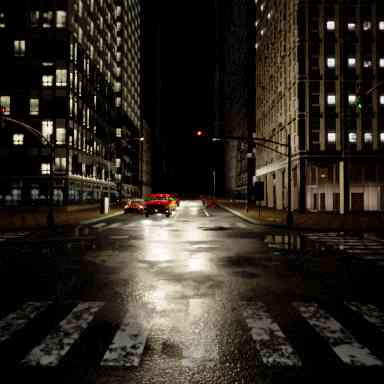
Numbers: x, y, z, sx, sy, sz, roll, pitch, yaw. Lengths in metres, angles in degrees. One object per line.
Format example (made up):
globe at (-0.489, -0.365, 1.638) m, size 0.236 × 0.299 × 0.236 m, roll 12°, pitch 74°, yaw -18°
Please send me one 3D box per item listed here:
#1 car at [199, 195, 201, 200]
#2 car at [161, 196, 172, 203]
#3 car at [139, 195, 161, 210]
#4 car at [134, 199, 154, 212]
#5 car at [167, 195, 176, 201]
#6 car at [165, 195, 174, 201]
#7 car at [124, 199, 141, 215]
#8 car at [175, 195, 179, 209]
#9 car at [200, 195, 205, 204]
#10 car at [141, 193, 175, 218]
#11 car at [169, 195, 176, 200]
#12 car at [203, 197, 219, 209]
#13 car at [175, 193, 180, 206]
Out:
car at (2.788, 1.590, 61.730) m, size 1.947 × 1.339 × 4.313 m, roll 1°, pitch 0°, yaw 0°
car at (-5.576, 1.573, 72.822) m, size 1.887 × 1.381 × 4.507 m, roll 1°, pitch 0°, yaw 0°
car at (-5.610, 1.332, 44.947) m, size 2.192 × 1.841 × 5.009 m, roll 1°, pitch 0°, yaw 0°
car at (-5.623, 1.597, 39.371) m, size 1.802 × 1.307 × 4.206 m, roll 1°, pitch 0°, yaw 0°
car at (-5.553, 1.587, 89.548) m, size 2.008 × 1.369 × 4.403 m, roll 1°, pitch 0°, yaw 0°
car at (-5.561, 1.578, 83.972) m, size 1.887 × 1.381 × 4.507 m, roll 1°, pitch 0°, yaw 0°
car at (-5.628, 1.453, 33.796) m, size 1.967 × 1.590 × 4.097 m, roll 1°, pitch 0°, yaw 0°
car at (-3.041, 1.493, 41.552) m, size 1.882 × 1.535 × 5.008 m, roll 0°, pitch 0°, yaw 0°
car at (2.782, 1.547, 56.322) m, size 1.752 × 1.417 × 4.829 m, roll 1°, pitch 0°, yaw 0°
car at (-3.051, 1.233, 31.125) m, size 2.150 × 2.045 × 5.566 m, roll 0°, pitch 0°, yaw 0°
car at (-5.546, 1.605, 95.123) m, size 1.947 × 1.339 × 4.313 m, roll 1°, pitch 0°, yaw 0°
car at (2.764, 1.599, 44.997) m, size 1.802 × 1.307 × 4.206 m, roll 1°, pitch 0°, yaw 0°
car at (-3.020, 1.241, 52.051) m, size 2.150 × 2.045 × 5.566 m, roll 0°, pitch 0°, yaw 0°
